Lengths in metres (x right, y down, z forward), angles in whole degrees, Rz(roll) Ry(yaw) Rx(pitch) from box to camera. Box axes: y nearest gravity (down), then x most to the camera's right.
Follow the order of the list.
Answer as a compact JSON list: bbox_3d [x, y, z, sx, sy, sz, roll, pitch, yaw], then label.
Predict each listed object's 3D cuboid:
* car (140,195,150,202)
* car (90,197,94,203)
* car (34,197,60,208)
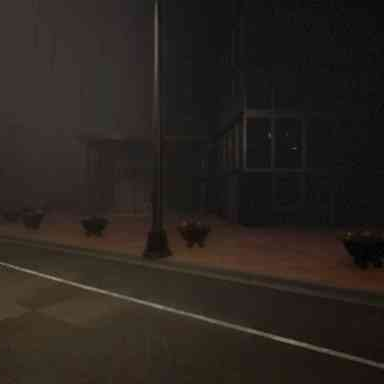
[{"bbox_3d":[-9.781,1.370,74.633,1.812,1.442,4.674,0,0,34],"label":"car"},{"bbox_3d":[-18.780,1.536,61.588,1.895,1.301,4.718,0,0,36],"label":"car"},{"bbox_3d":[-20.884,1.450,48.128,1.837,1.490,4.892,-1,0,6],"label":"car"}]
